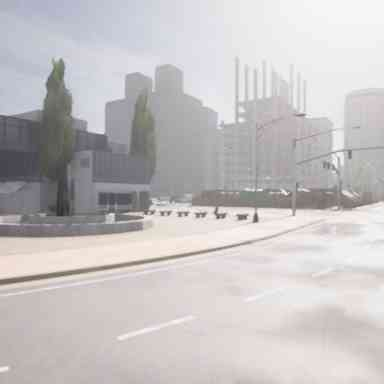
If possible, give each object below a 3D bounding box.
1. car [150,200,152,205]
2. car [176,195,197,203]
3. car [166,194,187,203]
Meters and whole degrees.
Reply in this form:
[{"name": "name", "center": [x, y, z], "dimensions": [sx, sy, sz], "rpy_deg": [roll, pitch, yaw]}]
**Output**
[{"name": "car", "center": [-9.575, 1.849, 61.057], "dimensions": [4.902, 1.511, 2.128], "rpy_deg": [0, 0, 35]}, {"name": "car", "center": [-1.334, 1.923, 77.724], "dimensions": [1.970, 1.475, 3.806], "rpy_deg": [0, 0, 33]}, {"name": "car", "center": [-3.744, 1.678, 79.327], "dimensions": [1.905, 1.878, 3.866], "rpy_deg": [0, 0, 33]}]
